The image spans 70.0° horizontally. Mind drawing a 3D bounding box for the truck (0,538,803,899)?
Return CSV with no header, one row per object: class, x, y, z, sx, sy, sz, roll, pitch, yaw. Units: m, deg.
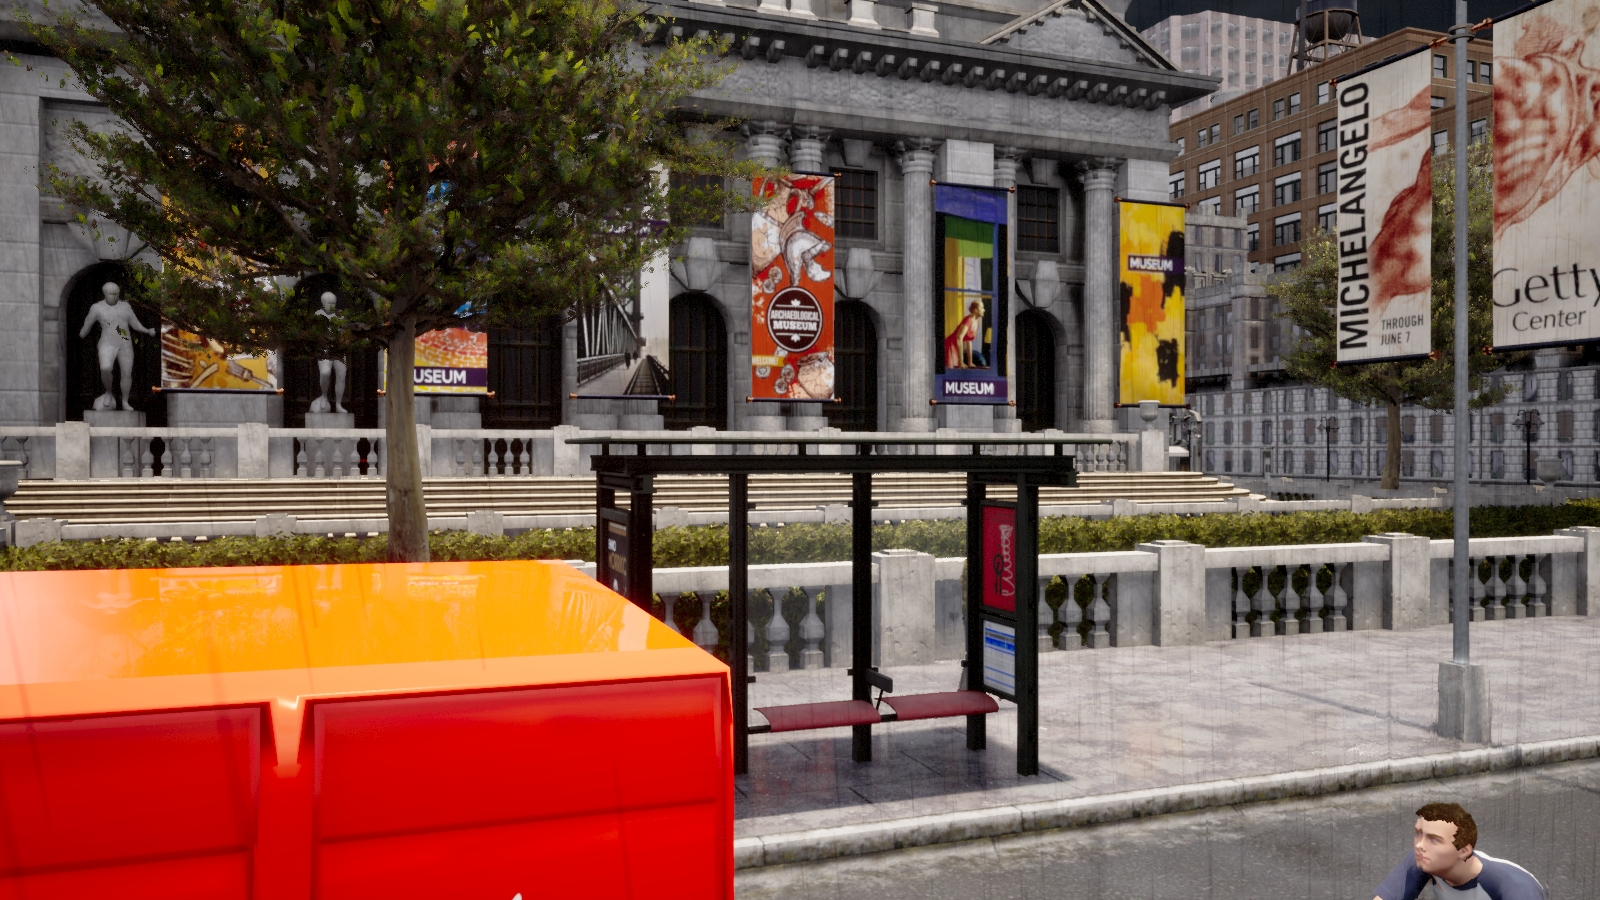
truck,-2.888,1.568,2.235,5.204,2.467,2.627,0,0,-20
